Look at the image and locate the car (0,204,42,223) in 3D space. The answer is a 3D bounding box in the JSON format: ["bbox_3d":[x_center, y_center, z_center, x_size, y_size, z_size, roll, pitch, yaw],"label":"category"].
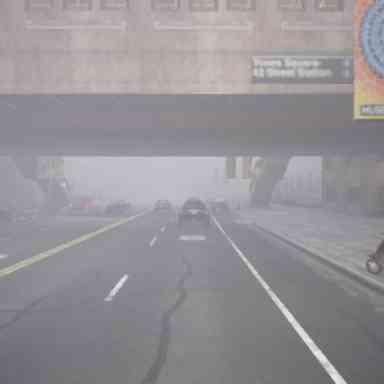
[{"bbox_3d":[-13.591,1.568,25.230,1.895,1.301,4.718,0,0,0],"label":"car"}]

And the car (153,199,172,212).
[{"bbox_3d":[-3.268,1.507,37.434,2.033,1.411,5.357,0,0,0],"label":"car"}]

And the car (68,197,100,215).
[{"bbox_3d":[-10.478,1.317,32.704,2.097,1.767,4.553,0,0,0],"label":"car"}]

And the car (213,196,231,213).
[{"bbox_3d":[3.145,1.442,36.450,2.231,1.521,4.892,0,0,10],"label":"car"}]

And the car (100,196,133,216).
[{"bbox_3d":[-6.984,1.443,32.009,1.882,1.535,5.008,0,0,0],"label":"car"}]

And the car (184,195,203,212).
[{"bbox_3d":[0.212,1.309,38.602,2.097,1.767,4.553,0,0,0],"label":"car"}]

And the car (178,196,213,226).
[{"bbox_3d":[0.154,1.327,23.441,2.097,1.767,4.553,0,0,1],"label":"car"}]

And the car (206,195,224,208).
[{"bbox_3d":[3.185,1.304,47.226,2.185,1.767,4.553,0,0,0],"label":"car"}]

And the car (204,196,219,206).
[{"bbox_3d":[3.049,1.422,53.651,2.097,1.535,5.008,0,0,0],"label":"car"}]
